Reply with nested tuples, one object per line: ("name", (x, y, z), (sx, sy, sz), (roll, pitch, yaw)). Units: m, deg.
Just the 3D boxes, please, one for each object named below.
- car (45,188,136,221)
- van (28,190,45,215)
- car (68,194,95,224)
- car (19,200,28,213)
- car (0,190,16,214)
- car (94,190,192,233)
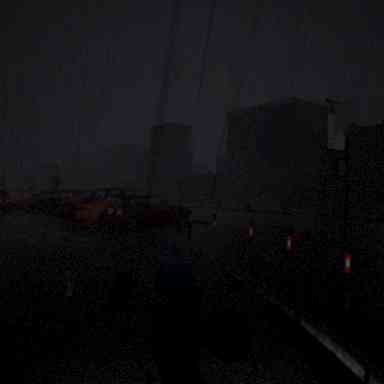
("car", (-5.988, 0.779, 21.424), (5.566, 2.045, 2.435), (-1, 1, -40))
("van", (-10.003, 0.803, 26.139), (4.442, 1.987, 1.878), (-1, 1, -40))
("car", (-4.099, 1.048, 19.202), (5.008, 1.535, 2.097), (-1, 1, -40))
("car", (-11.869, 0.909, 28.537), (4.553, 1.767, 2.185), (-1, 1, -40))
("car", (-17.958, 0.889, 29.397), (5.566, 2.045, 2.150), (-1, 0, 42))
("car", (-2.177, 0.942, 16.851), (4.553, 1.767, 2.185), (-1, 1, -40))
